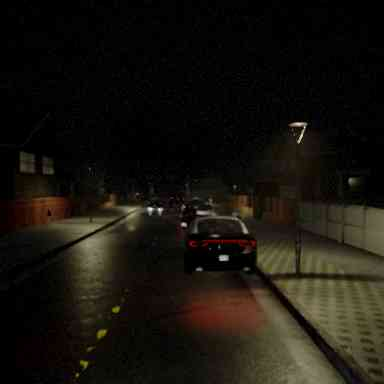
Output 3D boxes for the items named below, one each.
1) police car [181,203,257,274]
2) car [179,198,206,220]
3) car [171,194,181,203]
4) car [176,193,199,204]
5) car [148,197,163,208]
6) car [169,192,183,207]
[{"bbox_3d":[0.693,1.349,10.477,1.930,1.638,5.238,0,0,-1],"label":"police car"},{"bbox_3d":[0.352,1.344,20.410,1.882,1.535,5.008,0,0,-3],"label":"car"},{"bbox_3d":[-2.981,1.157,61.725,1.882,1.535,5.008,0,0,-4],"label":"car"},{"bbox_3d":[0.044,1.187,26.401,2.097,1.767,4.553,0,0,-3],"label":"car"},{"bbox_3d":[-4.712,1.317,43.401,2.033,1.411,5.357,0,0,-4],"label":"car"},{"bbox_3d":[-2.024,0.973,46.609,2.150,2.045,5.566,0,0,-3],"label":"car"}]
